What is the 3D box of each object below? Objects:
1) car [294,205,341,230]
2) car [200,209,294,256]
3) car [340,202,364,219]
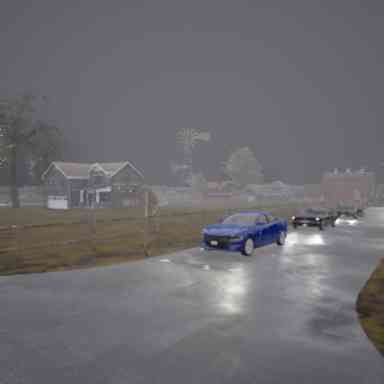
[{"bbox_3d":[7.992,1.671,21.636,1.895,1.301,4.718,1,0,35],"label":"car"},{"bbox_3d":[2.254,1.514,13.618,1.882,1.535,5.008,1,0,37],"label":"car"},{"bbox_3d":[14.647,1.681,30.963,2.033,1.411,5.357,1,0,36],"label":"car"}]
